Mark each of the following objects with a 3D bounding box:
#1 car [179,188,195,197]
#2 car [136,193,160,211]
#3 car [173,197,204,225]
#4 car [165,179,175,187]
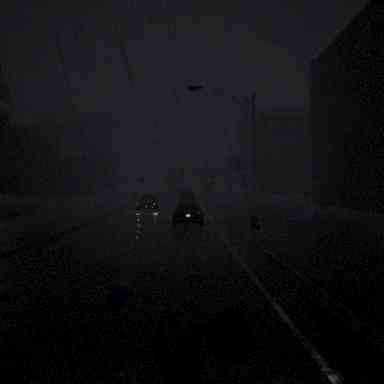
[{"bbox_3d":[-0.614,0.269,42.808,1.882,1.535,5.008,0,4,-1],"label":"car"},{"bbox_3d":[-4.121,0.928,31.797,1.837,1.490,4.892,0,3,-1],"label":"car"},{"bbox_3d":[-0.264,1.340,22.215,1.994,1.385,4.181,0,2,-1],"label":"car"},{"bbox_3d":[-4.730,-2.018,72.694,1.882,1.535,5.008,0,4,-1],"label":"car"}]
